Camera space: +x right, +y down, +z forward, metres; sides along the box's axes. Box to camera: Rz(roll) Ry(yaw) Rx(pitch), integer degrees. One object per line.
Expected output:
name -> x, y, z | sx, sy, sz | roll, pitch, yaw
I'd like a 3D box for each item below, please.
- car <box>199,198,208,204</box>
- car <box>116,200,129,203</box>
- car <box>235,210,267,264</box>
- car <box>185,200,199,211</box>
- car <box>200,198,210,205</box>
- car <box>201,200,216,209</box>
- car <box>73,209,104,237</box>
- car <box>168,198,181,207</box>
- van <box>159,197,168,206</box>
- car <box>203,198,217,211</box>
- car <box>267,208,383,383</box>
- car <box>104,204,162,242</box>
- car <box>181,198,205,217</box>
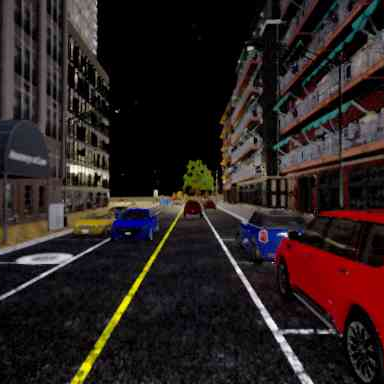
car -> 2.688, 2.059, 76.811 | 1.887, 1.381, 4.507 | 0, 0, 0
car -> -5.317, 1.729, 30.041 | 1.752, 1.417, 4.829 | 0, 0, 0
car -> 2.986, 1.436, 12.300 | 2.097, 1.767, 4.553 | 0, 0, 0
car -> 0.038, 1.841, 46.909 | 1.812, 1.442, 4.674 | 0, 0, 0
car -> 2.656, 2.013, 68.882 | 2.008, 1.369, 4.403 | 0, 0, 0
car -> 2.561, 1.903, 52.305 | 2.008, 1.369, 4.403 | 0, 0, 0
car -> -5.315, 1.654, 18.975 | 1.752, 1.417, 4.829 | 0, 0, 0
car -> -2.758, 1.811, 60.499 | 2.097, 1.767, 4.553 | 0, 0, 0
van -> -5.351, 1.767, 63.409 | 1.690, 1.788, 3.998 | 0, 0, 0
car -> 2.561, 1.897, 46.778 | 1.802, 1.307, 4.206 | 0, 0, 0
car -> 2.980, 1.265, 5.361 | 2.150, 2.045, 5.566 | 0, 0, 0
car -> -2.852, 1.595, 17.345 | 1.882, 1.535, 5.008 | 0, 0, 0
car -> 0.084, 1.711, 34.504 | 1.882, 1.535, 5.008 | 0, -1, 0
